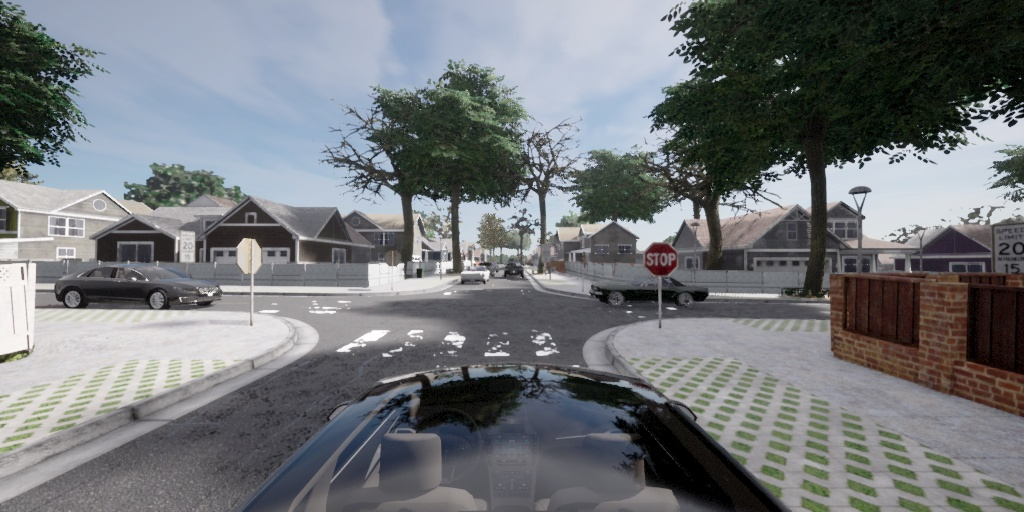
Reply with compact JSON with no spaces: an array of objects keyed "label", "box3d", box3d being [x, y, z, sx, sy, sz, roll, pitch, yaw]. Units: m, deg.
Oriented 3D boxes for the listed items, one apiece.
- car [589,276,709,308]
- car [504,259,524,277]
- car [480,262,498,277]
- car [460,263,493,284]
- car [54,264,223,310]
[{"label":"car","box3d":[5.846,1.507,15.765,4.718,1.301,1.895,1,-1,-1]},{"label":"car","box3d":[0.183,1.350,36.647,1.882,1.535,5.008,0,0,0]},{"label":"car","box3d":[-2.756,1.387,37.977,1.837,1.490,4.892,0,0,0]},{"label":"car","box3d":[-2.787,1.415,27.605,1.895,1.301,4.718,0,0,0]},{"label":"car","box3d":[-12.920,1.059,12.563,4.892,1.490,1.837,1,-1,2]}]
